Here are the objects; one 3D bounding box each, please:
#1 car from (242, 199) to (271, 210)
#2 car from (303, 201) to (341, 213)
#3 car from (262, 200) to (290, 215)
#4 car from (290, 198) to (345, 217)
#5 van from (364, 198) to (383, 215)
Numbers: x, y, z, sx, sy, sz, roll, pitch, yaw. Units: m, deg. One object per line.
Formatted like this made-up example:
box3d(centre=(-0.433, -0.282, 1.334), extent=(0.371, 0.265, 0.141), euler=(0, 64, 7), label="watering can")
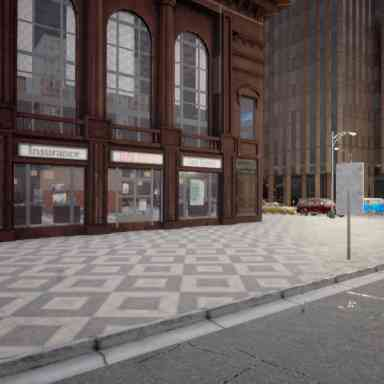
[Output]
box3d(centre=(9.886, 1.892, 51.361), extent=(1.967, 1.590, 4.097), euler=(-1, 0, -35), label="car")
box3d(centre=(16.372, 1.898, 42.170), extent=(1.802, 1.307, 4.206), euler=(-1, 0, -35), label="car")
box3d(centre=(9.508, 1.799, 37.109), extent=(1.752, 1.417, 4.829), euler=(0, 0, -35), label="car")
box3d(centre=(12.649, 1.522, 32.654), extent=(2.192, 1.841, 5.009), euler=(0, 0, -35), label="car")
box3d(centre=(19.611, 1.589, 37.576), extent=(1.690, 1.788, 3.998), euler=(-1, 0, -35), label="van")
